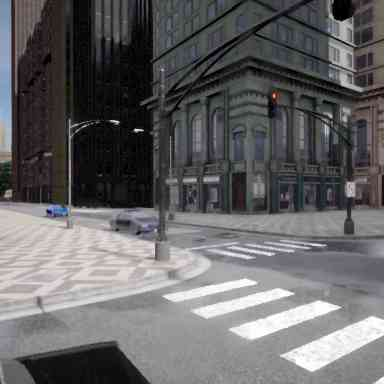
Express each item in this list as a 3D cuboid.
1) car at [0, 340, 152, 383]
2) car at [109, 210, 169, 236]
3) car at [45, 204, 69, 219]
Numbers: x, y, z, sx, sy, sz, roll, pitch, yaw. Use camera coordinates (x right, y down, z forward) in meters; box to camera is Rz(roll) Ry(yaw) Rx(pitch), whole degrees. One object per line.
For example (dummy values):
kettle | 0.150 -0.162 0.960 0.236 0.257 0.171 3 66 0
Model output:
car | -2.230 1.601 1.222 4.718 1.301 1.895 0 0 -32
car | -3.547 1.865 21.126 2.033 1.411 5.357 0 -1 -35
car | -15.117 2.145 37.475 1.882 1.535 5.008 0 -1 -35
